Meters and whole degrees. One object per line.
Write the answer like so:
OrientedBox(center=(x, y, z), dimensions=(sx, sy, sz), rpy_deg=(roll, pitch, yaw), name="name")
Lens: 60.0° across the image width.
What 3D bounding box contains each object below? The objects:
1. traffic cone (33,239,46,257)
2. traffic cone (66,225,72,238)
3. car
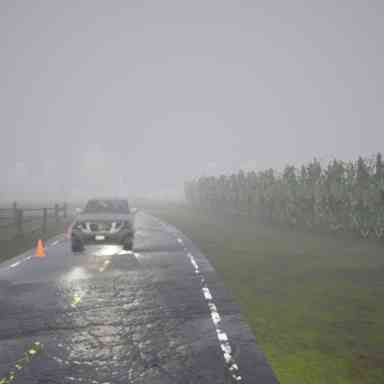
OrientedBox(center=(-5.328, 1.948, 11.652), dimensions=(0.340, 0.580, 0.340), rpy_deg=(0, 0, -7), name="traffic cone")
OrientedBox(center=(-6.031, 1.945, 16.479), dimensions=(0.340, 0.580, 0.340), rpy_deg=(0, 0, -10), name="traffic cone")
OrientedBox(center=(-3.544, 1.215, 14.184), dimensions=(2.150, 2.045, 5.566), rpy_deg=(0, 0, -8), name="car")
